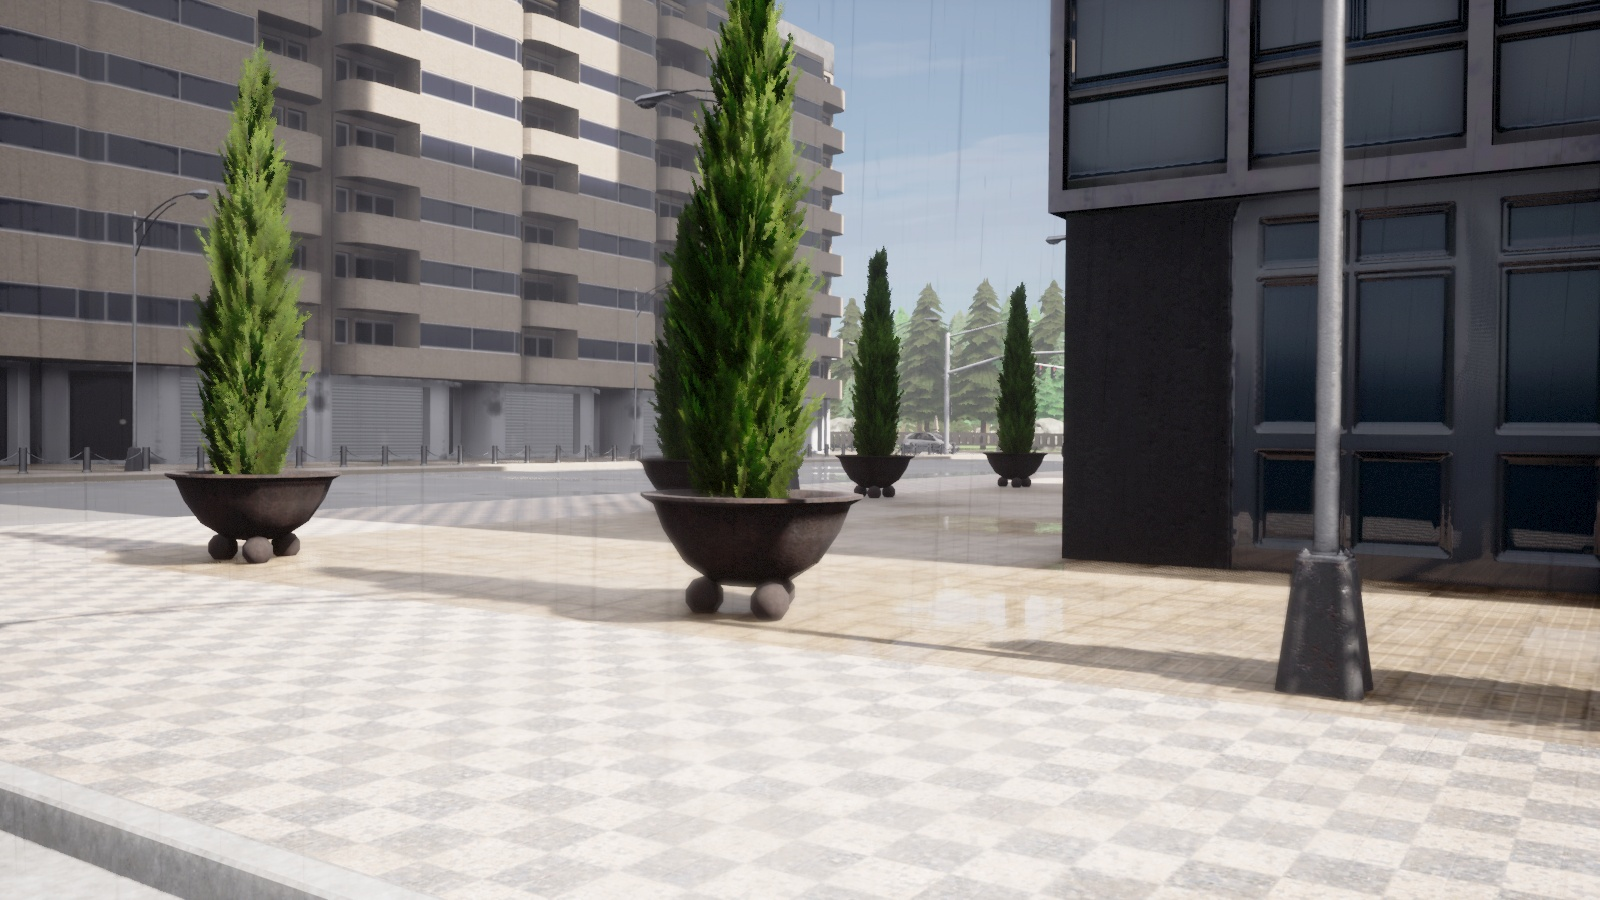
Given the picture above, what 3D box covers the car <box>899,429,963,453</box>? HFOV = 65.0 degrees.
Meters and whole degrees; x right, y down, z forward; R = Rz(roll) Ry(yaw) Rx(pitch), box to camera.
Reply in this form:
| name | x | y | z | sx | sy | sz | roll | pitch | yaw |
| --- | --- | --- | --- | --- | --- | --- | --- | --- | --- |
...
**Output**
| name | x | y | z | sx | sy | sz | roll | pitch | yaw |
| --- | --- | --- | --- | --- | --- | --- | --- | --- | --- |
| car | 9.130 | -0.648 | 87.455 | 3.988 | 1.617 | 1.851 | 0 | 1 | 34 |
